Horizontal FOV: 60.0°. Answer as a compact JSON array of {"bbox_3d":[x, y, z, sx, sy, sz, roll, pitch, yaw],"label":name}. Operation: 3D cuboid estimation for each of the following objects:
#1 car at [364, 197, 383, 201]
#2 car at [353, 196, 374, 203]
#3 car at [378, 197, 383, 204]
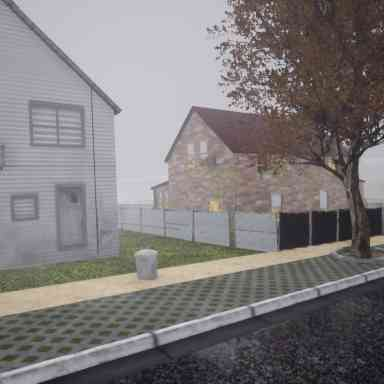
[{"bbox_3d":[28.573,1.906,53.583,2.033,1.411,5.357,-2,0,1],"label":"car"},{"bbox_3d":[38.577,1.611,74.943,2.128,1.511,4.902,-2,0,0],"label":"car"},{"bbox_3d":[38.493,1.659,64.929,1.994,1.385,4.181,-2,0,0],"label":"car"}]
